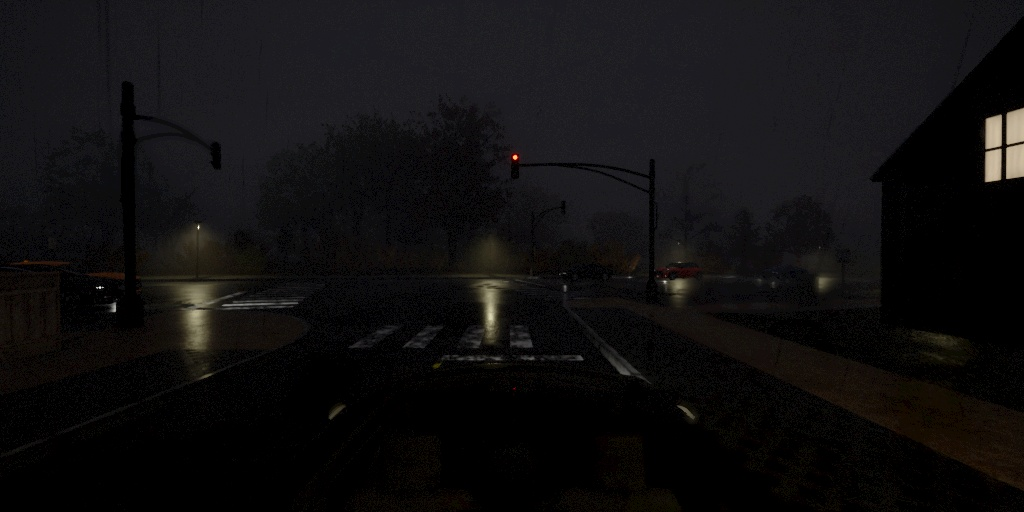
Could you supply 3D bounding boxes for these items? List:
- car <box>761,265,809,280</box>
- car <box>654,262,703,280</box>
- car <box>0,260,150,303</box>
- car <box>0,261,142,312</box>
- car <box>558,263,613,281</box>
[{"bbox_3d":[28.678,1.664,37.731,5.008,1.535,1.882,0,0,-16],"label":"car"},{"bbox_3d":[15.607,1.338,33.770,4.553,1.767,2.097,1,0,-17],"label":"car"},{"bbox_3d":[-18.326,0.956,14.401,5.008,1.535,1.882,1,0,-21],"label":"car"},{"bbox_3d":[-15.955,1.018,11.840,4.902,1.511,2.128,1,0,-22],"label":"car"},{"bbox_3d":[6.291,1.348,30.699,4.892,1.490,1.837,1,0,-18],"label":"car"}]
